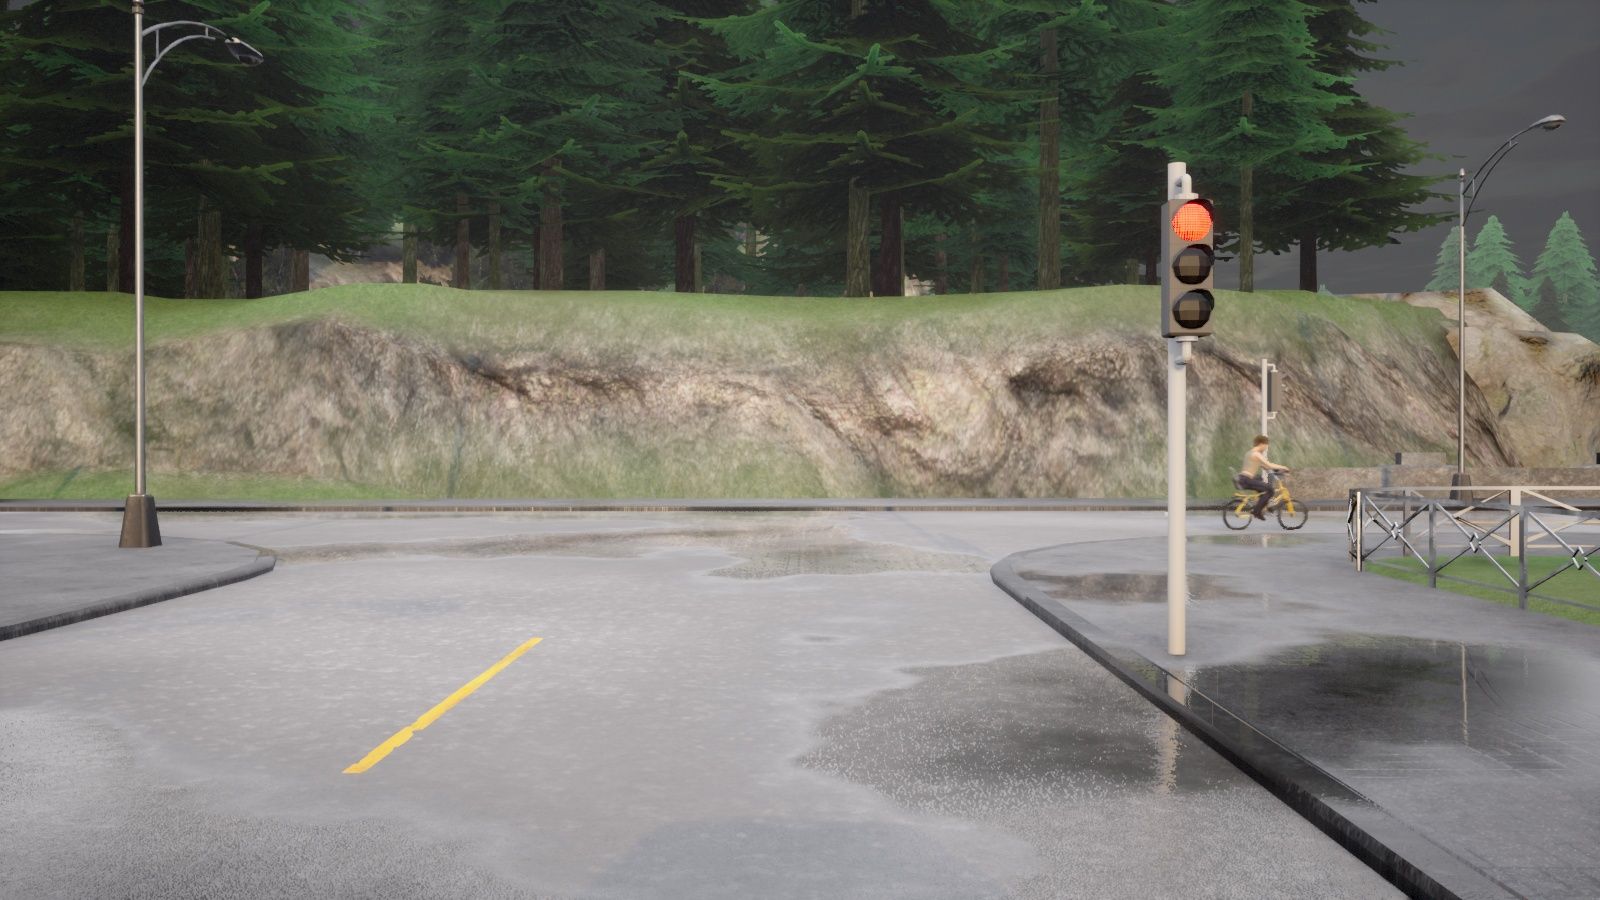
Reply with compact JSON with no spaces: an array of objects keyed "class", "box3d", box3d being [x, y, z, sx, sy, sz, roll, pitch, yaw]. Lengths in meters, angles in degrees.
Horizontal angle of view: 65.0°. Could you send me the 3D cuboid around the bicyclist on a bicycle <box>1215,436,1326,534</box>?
[{"class":"bicyclist on a bicycle","box3d":[7.901,0.570,21.138,1.509,1.612,0.866,0,1,-5]}]
